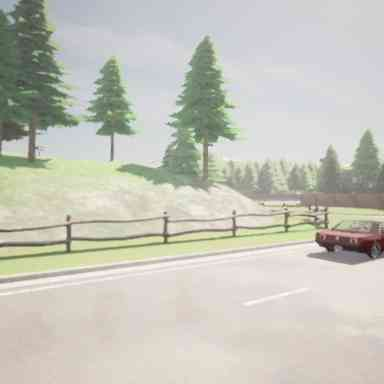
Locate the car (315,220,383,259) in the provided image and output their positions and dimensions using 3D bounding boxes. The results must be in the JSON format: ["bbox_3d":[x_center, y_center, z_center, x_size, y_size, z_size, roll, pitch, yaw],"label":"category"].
[{"bbox_3d":[7.078,1.750,13.240,4.718,1.301,1.895,1,0,-35],"label":"car"}]

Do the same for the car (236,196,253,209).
[{"bbox_3d":[8.447,1.653,54.065,2.150,2.045,5.566,0,-1,0],"label":"car"}]
